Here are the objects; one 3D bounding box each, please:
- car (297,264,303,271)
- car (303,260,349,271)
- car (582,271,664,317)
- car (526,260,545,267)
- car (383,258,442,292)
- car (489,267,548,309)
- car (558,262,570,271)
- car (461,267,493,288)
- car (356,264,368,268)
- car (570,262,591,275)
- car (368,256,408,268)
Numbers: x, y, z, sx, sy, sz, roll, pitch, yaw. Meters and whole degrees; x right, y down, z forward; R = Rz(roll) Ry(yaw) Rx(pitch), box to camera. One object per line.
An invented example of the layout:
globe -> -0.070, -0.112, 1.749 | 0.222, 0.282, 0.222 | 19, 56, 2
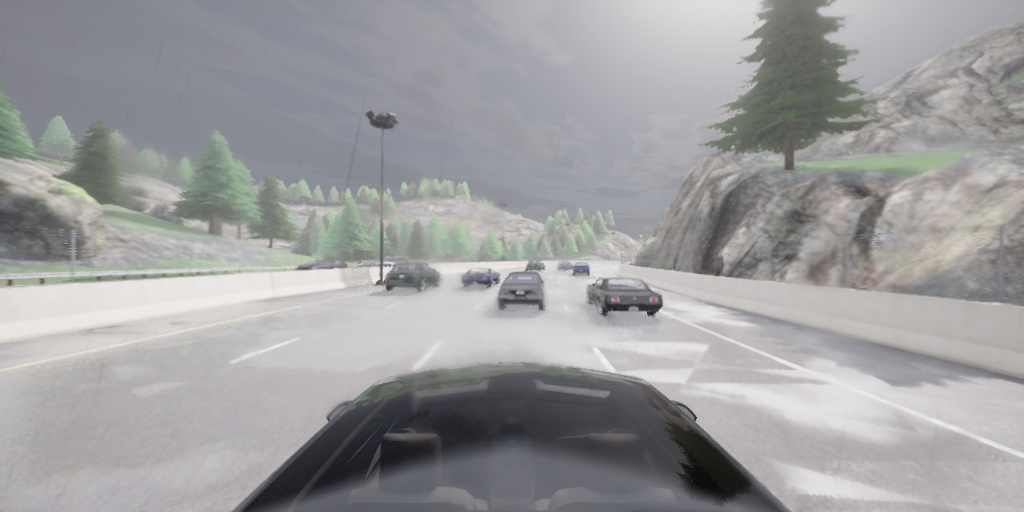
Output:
car -> -23.824, 1.245, 43.874 | 1.882, 1.535, 5.008 | 0, 0, 12
car -> -20.815, 1.267, 41.033 | 2.128, 1.511, 4.902 | 0, 0, 11
car -> 4.035, 1.432, 13.700 | 1.895, 1.301, 4.718 | 0, 0, 4
car -> 3.510, 1.348, 52.124 | 2.097, 1.767, 4.553 | 0, 0, 16
car -> -5.802, 1.149, 21.719 | 2.097, 1.767, 4.553 | 0, 0, 6
car -> 0.531, 1.361, 15.256 | 2.033, 1.411, 5.357 | 0, 0, 5
car -> 8.790, 1.608, 58.065 | 2.033, 1.411, 5.357 | 0, 0, 19
car -> -2.014, 1.437, 24.561 | 1.895, 1.301, 4.718 | 0, 0, 7
car -> -16.746, 1.364, 43.631 | 2.033, 1.411, 5.357 | 0, 0, 12
car -> 8.481, 1.472, 43.554 | 1.882, 1.535, 5.008 | 0, 0, 13
car -> -13.682, 1.049, 41.171 | 2.150, 2.045, 5.566 | 0, 0, 11
